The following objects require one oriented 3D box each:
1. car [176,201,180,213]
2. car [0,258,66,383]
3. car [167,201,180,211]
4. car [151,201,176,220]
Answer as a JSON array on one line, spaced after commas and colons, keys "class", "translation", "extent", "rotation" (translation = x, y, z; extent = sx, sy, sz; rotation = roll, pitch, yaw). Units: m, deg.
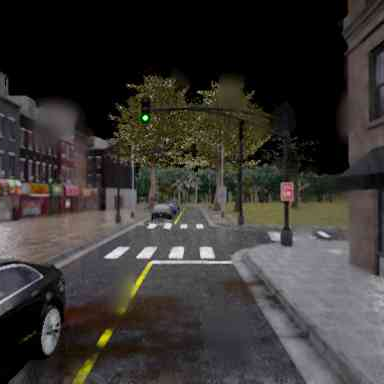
[{"class": "car", "translation": [-2.865, 2.014, 42.100], "extent": [1.882, 1.535, 5.008], "rotation": [0, -1, 0]}, {"class": "car", "translation": [-2.852, 1.530, 3.260], "extent": [2.128, 1.511, 4.902], "rotation": [0, -1, 0]}, {"class": "car", "translation": [-2.874, 2.163, 52.874], "extent": [1.882, 1.535, 5.008], "rotation": [0, -1, 0]}, {"class": "car", "translation": [-2.871, 1.879, 32.506], "extent": [1.882, 1.535, 5.008], "rotation": [0, -1, -1]}]
